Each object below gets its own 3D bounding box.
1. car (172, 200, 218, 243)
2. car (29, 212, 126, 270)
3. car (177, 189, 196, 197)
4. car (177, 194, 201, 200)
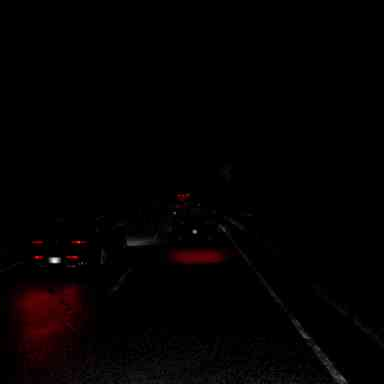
[{"bbox_3d":[0.114,1.346,15.379,1.882,1.535,5.008,0,1,0],"label":"car"},{"bbox_3d":[-3.396,1.420,10.674,1.837,1.490,4.892,0,1,0],"label":"car"},{"bbox_3d":[-0.748,0.604,49.572,2.150,2.045,5.566,0,1,11],"label":"car"},{"bbox_3d":[0.047,1.193,29.492,2.128,1.511,4.902,0,1,0],"label":"car"}]
